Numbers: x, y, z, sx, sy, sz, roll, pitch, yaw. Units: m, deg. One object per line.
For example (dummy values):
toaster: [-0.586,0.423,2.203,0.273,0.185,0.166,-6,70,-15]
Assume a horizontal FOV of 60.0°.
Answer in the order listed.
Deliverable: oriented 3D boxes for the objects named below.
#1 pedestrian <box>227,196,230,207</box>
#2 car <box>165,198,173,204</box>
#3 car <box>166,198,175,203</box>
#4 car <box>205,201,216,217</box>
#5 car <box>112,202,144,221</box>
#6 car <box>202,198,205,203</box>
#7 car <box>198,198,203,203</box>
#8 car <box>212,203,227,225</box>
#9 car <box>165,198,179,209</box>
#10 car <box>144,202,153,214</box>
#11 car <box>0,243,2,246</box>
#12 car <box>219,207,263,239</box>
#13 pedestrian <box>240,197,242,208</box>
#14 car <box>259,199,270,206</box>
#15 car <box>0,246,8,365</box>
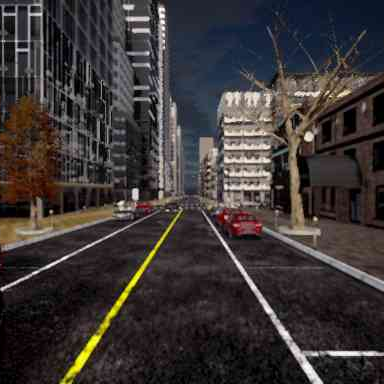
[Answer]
pedestrian: [6.098,1.618,55.705,0.375,1.860,0.375,-1,0,0]
car: [-5.759,2.230,83.956,1.752,1.417,4.829,-1,0,0]
car: [-5.763,2.320,89.779,1.947,1.339,4.313,-1,0,0]
car: [2.784,1.842,34.889,2.008,1.369,4.403,-1,0,0]
car: [-5.825,1.794,29.296,2.008,1.369,4.403,-1,0,0]
car: [2.776,1.912,46.348,1.752,1.417,4.829,-1,0,0]
car: [2.617,2.306,89.786,2.008,1.369,4.403,-1,0,0]
car: [2.730,1.741,23.601,1.887,1.381,4.507,-1,0,0]
car: [-3.051,1.996,51.756,1.994,1.385,4.181,0,-1,0]
car: [-5.859,1.882,40.585,1.887,1.381,4.507,-1,0,0]
car: [-5.706,1.601,6.722,1.887,1.381,4.507,-1,0,0]
car: [2.701,1.732,17.957,1.802,1.307,4.206,-1,0,0]
pedestrian: [8.098,1.799,55.107,0.375,1.860,0.375,-1,0,0]
car: [16.267,2.214,69.319,4.403,1.369,2.008,0,0,1]
car: [-3.103,1.494,1.856,1.882,1.535,5.008,0,0,0]
